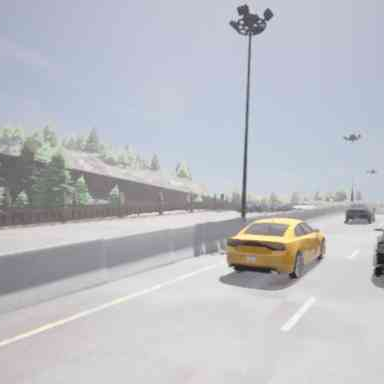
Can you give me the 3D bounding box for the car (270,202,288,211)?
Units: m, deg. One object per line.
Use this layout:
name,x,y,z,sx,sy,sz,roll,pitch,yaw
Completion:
car,11.797,2.001,43.706,2.128,1.511,4.902,-1,-3,33

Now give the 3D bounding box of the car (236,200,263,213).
car,7.577,1.837,43.692,2.097,1.767,4.553,-1,-2,34

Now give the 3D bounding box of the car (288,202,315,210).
car,13.341,1.916,39.715,1.812,1.442,4.674,-1,-2,34

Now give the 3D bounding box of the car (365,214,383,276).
car,6.568,1.550,9.885,2.128,1.511,4.902,-1,-1,33

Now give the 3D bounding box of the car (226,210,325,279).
car,2.851,1.574,10.595,1.882,1.535,5.008,-1,-1,33

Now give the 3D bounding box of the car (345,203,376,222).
car,13.943,1.702,27.583,1.837,1.490,4.892,-1,-1,33
